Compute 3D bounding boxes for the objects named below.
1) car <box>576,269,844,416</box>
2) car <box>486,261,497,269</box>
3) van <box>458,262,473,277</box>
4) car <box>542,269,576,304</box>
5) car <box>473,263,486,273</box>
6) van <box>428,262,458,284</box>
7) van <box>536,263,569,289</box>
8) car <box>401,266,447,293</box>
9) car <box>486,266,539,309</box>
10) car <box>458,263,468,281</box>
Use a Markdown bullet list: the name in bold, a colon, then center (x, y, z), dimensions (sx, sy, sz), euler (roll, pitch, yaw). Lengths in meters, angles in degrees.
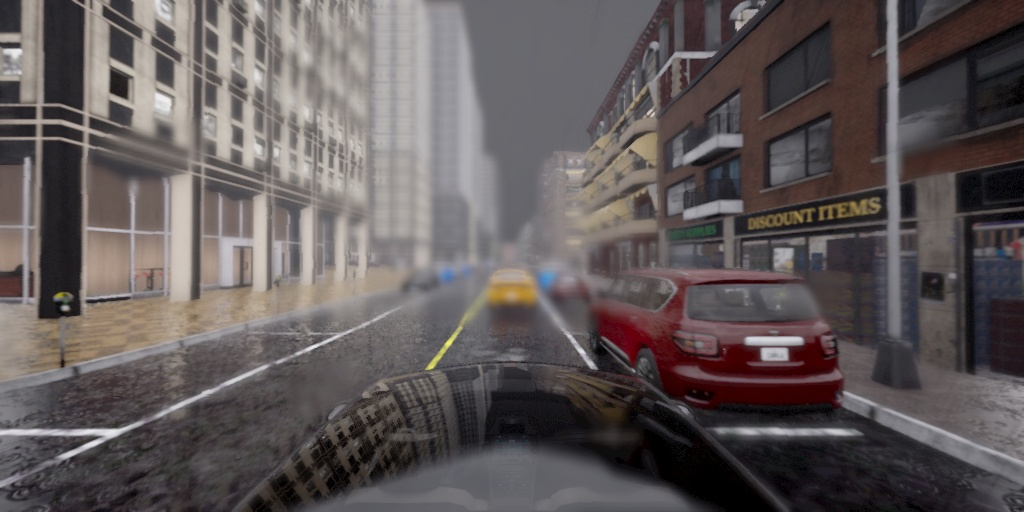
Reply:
- **car**: center (2.689, 1.113, 6.045), dimensions (2.192, 1.841, 5.009), euler (0, 0, 0)
- **car**: center (-3.048, 1.915, 57.995), dimensions (1.812, 1.442, 4.674), euler (0, -1, 0)
- **van**: center (-5.707, 1.521, 39.931), dimensions (1.690, 1.789, 3.998), euler (0, 0, 0)
- **car**: center (2.683, 1.505, 17.342), dimensions (1.802, 1.307, 4.207), euler (0, 0, 0)
- **car**: center (-5.715, 1.816, 56.875), dimensions (1.967, 1.591, 4.097), euler (0, 0, 0)
- **van**: center (-5.702, 1.392, 28.634), dimensions (1.690, 1.789, 3.998), euler (0, 0, 0)
- **van**: center (2.681, 1.328, 22.990), dimensions (1.690, 1.789, 3.998), euler (0, 0, 0)
- **car**: center (-5.699, 1.553, 22.986), dimensions (1.948, 1.339, 4.313), euler (0, 0, 0)
- **car**: center (0.023, 1.387, 16.070), dimensions (1.882, 1.535, 5.008), euler (0, 0, 1)
- **car**: center (-5.704, 1.666, 34.283), dimensions (2.007, 1.370, 4.403), euler (0, 0, 0)
